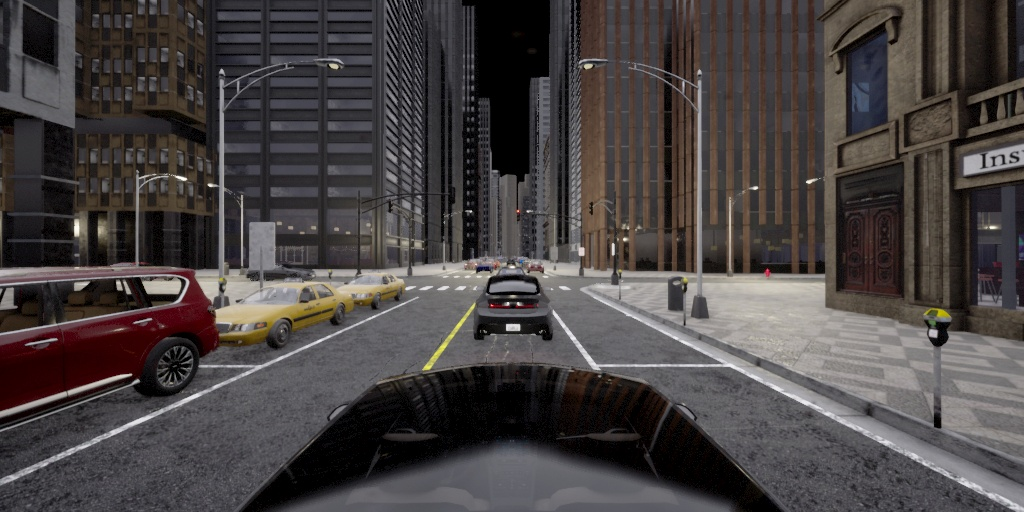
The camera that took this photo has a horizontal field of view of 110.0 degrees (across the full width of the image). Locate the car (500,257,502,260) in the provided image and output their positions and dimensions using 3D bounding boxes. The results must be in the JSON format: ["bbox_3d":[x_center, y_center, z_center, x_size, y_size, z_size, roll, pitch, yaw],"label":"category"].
[{"bbox_3d":[-3.222,1.114,61.977,2.097,1.767,4.553,0,0,0],"label":"car"}]

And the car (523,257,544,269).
[{"bbox_3d":[2.662,1.194,41.816,1.967,1.591,4.097,0,0,0],"label":"car"}]

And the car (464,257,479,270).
[{"bbox_3d":[-5.891,1.198,52.994,1.967,1.591,4.097,0,0,0],"label":"car"}]

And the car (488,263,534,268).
[{"bbox_3d":[-0.046,1.297,20.253,2.033,1.411,5.357,0,0,0],"label":"car"}]

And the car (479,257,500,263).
[{"bbox_3d":[-3.213,1.110,52.024,2.097,1.767,4.553,0,0,0],"label":"car"}]

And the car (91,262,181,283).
[{"bbox_3d":[-27.744,1.191,26.559,4.674,1.442,1.812,0,0,-1],"label":"car"}]

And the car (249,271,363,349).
[{"bbox_3d":[-5.780,1.275,9.229,1.751,1.417,4.829,0,0,0],"label":"car"}]

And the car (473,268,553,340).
[{"bbox_3d":[0.036,1.255,9.924,1.837,1.490,4.892,0,0,0],"label":"car"}]

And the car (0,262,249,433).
[{"bbox_3d":[-5.767,1.065,3.797,2.192,1.841,5.009,0,0,0],"label":"car"}]

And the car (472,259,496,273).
[{"bbox_3d":[-3.192,1.356,42.330,1.895,1.301,4.718,0,0,0],"label":"car"}]

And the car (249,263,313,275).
[{"bbox_3d":[-17.124,1.224,26.661,4.674,1.442,1.812,0,0,-1],"label":"car"}]

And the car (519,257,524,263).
[{"bbox_3d":[2.620,1.310,58.643,2.007,1.370,4.403,0,0,0],"label":"car"}]

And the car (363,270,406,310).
[{"bbox_3d":[-5.795,1.276,14.830,1.751,1.417,4.829,0,0,0],"label":"car"}]
